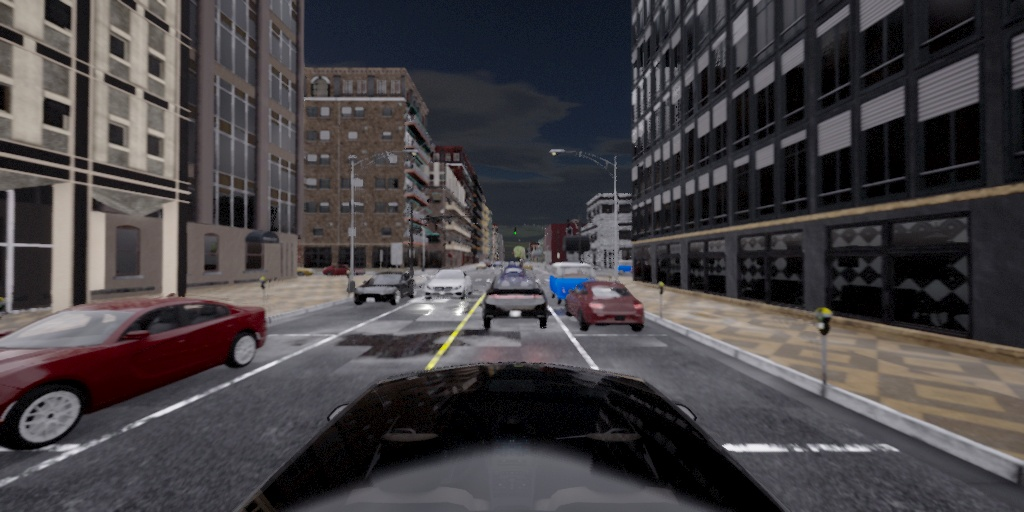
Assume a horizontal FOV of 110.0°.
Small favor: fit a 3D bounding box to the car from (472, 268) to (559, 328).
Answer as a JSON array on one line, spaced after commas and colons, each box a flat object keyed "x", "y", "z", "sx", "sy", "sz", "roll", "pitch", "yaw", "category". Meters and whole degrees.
[{"x": 0.097, "y": 1.305, "z": 11.708, "sx": 2.128, "sy": 1.511, "sz": 4.902, "roll": 0, "pitch": -1, "yaw": 0, "category": "car"}]

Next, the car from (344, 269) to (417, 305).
[{"x": -5.692, "y": 1.413, "z": 16.613, "sx": 1.948, "sy": 1.339, "sz": 4.313, "roll": 0, "pitch": 0, "yaw": 0, "category": "car"}]

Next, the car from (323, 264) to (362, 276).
[{"x": -17.471, "y": 1.514, "z": 37.393, "sx": 4.207, "sy": 1.307, "sz": 1.802, "roll": 0, "pitch": 0, "yaw": 0, "category": "car"}]

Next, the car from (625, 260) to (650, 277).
[{"x": 14.915, "y": 1.339, "z": 37.473, "sx": 5.009, "sy": 1.841, "sz": 2.192, "roll": 0, "pitch": 0, "yaw": 0, "category": "car"}]

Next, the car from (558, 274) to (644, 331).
[{"x": 2.656, "y": 1.392, "z": 10.899, "sx": 1.802, "sy": 1.307, "sz": 4.207, "roll": 0, "pitch": 0, "yaw": 0, "category": "car"}]

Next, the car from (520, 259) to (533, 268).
[{"x": 2.683, "y": 1.697, "z": 61.543, "sx": 1.751, "sy": 1.417, "sz": 4.829, "roll": 0, "pitch": 0, "yaw": 0, "category": "car"}]

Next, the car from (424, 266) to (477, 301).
[{"x": -3.088, "y": 1.384, "z": 18.217, "sx": 1.812, "sy": 1.442, "sz": 4.674, "roll": 0, "pitch": 0, "yaw": 0, "category": "car"}]

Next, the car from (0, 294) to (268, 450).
[{"x": -5.691, "y": 1.318, "z": 5.236, "sx": 1.888, "sy": 1.381, "sz": 4.507, "roll": 0, "pitch": 0, "yaw": 0, "category": "car"}]

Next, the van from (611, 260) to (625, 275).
[{"x": 14.892, "y": 1.461, "z": 45.853, "sx": 3.998, "sy": 1.789, "sz": 1.690, "roll": 0, "pitch": 0, "yaw": 0, "category": "van"}]

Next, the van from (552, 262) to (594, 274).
[{"x": 2.655, "y": 1.188, "z": 16.588, "sx": 1.690, "sy": 1.789, "sz": 3.998, "roll": 0, "pitch": 0, "yaw": 0, "category": "van"}]

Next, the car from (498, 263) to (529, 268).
[{"x": 0.098, "y": 1.444, "z": 26.991, "sx": 1.812, "sy": 1.442, "sz": 4.674, "roll": 0, "pitch": 0, "yaw": 0, "category": "car"}]

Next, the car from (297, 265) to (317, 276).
[{"x": -22.964, "y": 1.447, "z": 37.379, "sx": 4.829, "sy": 1.417, "sz": 1.751, "roll": 0, "pitch": 0, "yaw": 0, "category": "car"}]
